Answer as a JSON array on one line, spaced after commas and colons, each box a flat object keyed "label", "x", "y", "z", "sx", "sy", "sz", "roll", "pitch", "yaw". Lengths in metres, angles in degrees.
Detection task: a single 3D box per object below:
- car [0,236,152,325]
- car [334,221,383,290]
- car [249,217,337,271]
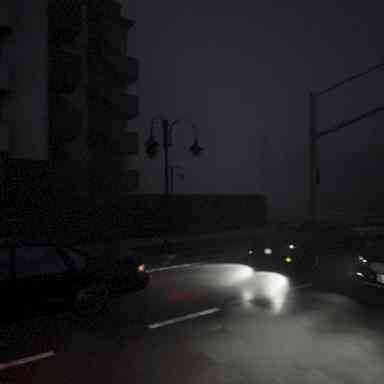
[{"label": "car", "x": -3.397, "y": 1.546, "z": 5.847, "sx": 5.357, "sy": 1.411, "sz": 2.033, "roll": 0, "pitch": 0, "yaw": -35}, {"label": "car", "x": 5.883, "y": 1.481, "z": 8.072, "sx": 4.902, "sy": 1.511, "sz": 2.128, "roll": 0, "pitch": 0, "yaw": -36}, {"label": "car", "x": 3.849, "y": 1.553, "z": 10.920, "sx": 4.181, "sy": 1.385, "sz": 1.994, "roll": 0, "pitch": 0, "yaw": -36}]
